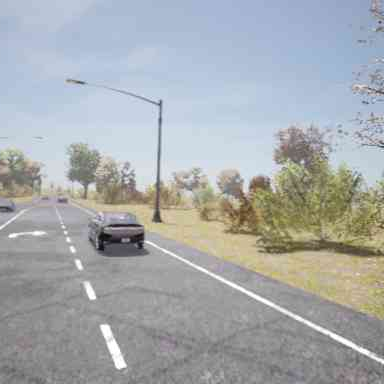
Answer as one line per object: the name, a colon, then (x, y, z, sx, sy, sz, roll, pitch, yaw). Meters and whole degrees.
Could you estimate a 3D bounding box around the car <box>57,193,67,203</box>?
car: (-28.372, 1.560, 72.685, 2.128, 1.511, 4.902, 2, -1, -23)

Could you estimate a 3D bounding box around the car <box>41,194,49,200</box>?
car: (-38.460, 1.370, 87.298, 1.837, 1.490, 4.892, 2, -1, -23)

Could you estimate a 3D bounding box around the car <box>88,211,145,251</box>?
car: (-3.428, 1.589, 14.676, 2.128, 1.511, 4.902, 2, -1, -23)

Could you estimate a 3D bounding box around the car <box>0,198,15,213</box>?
car: (-19.945, 1.390, 35.397, 2.033, 1.411, 5.357, 2, -1, -23)
